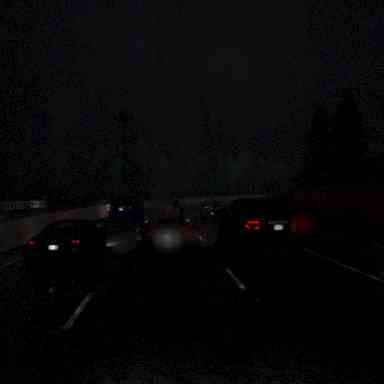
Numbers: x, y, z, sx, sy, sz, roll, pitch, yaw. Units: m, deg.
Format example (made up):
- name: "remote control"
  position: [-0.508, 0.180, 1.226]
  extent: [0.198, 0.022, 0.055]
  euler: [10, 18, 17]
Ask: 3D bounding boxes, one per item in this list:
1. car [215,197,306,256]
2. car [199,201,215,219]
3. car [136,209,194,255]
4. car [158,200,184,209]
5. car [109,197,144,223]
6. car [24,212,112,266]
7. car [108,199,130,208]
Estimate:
- name: "car"
  position: [2.537, 1.210, 13.211]
  extent: [2.150, 2.045, 5.566]
  euler: [-1, 0, -4]
- name: "car"
  position: [1.683, 1.538, 29.358]
  extent: [2.128, 1.511, 4.902]
  euler: [-1, 0, 1]
- name: "car"
  position: [-1.003, 1.618, 13.667]
  extent: [1.994, 1.385, 4.181]
  euler: [-1, 0, -5]
- name: "car"
  position: [-1.812, 1.462, 28.751]
  extent: [2.097, 1.767, 4.553]
  euler: [-1, 0, 0]
- name: "car"
  position: [-5.350, 1.401, 27.697]
  extent: [2.150, 2.045, 5.566]
  euler: [-1, 0, 0]
- name: "car"
  position: [-4.391, 1.680, 12.150]
  extent: [1.994, 1.385, 4.181]
  euler: [-1, 0, -4]
- name: "car"
  position: [-12.310, 1.914, 56.399]
  extent: [1.812, 1.442, 4.674]
  euler: [-1, 0, 15]
